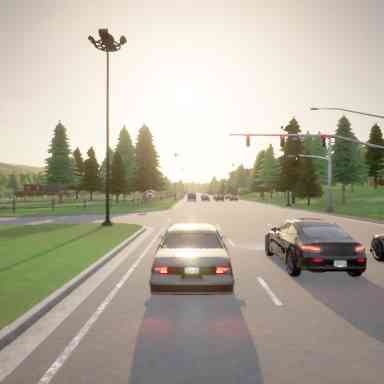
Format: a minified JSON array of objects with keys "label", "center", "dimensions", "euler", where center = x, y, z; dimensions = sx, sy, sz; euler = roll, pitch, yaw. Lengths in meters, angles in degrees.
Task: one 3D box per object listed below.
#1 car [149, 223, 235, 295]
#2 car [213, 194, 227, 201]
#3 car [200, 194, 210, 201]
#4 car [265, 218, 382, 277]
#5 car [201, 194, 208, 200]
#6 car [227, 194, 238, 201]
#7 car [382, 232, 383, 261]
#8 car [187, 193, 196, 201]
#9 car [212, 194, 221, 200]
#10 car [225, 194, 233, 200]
[{"label":"car","center":[0.001,1.547,8.871],"dimensions":[2.033,1.411,5.357],"euler":[0,0,0]},{"label":"car","center":[6.964,1.347,83.946],"dimensions":[2.097,1.767,4.553],"euler":[0,0,0]},{"label":"car","center":[3.464,1.531,83.558],"dimensions":[2.033,1.411,5.357],"euler":[0,0,0]},{"label":"car","center":[3.515,1.526,10.149],"dimensions":[1.812,1.442,4.674],"euler":[0,0,0]},{"label":"car","center":[3.460,1.310,93.978],"dimensions":[1.882,1.535,5.008],"euler":[0,0,0]},{"label":"car","center":[10.464,1.587,84.007],"dimensions":[1.895,1.301,4.718],"euler":[0,0,0]},{"label":"car","center":[7.004,1.564,9.610],"dimensions":[1.994,1.385,4.181],"euler":[0,0,1]},{"label":"car","center":[-0.036,1.217,83.586],"dimensions":[2.150,2.045,5.566],"euler":[0,0,0]},{"label":"car","center":[6.960,1.372,93.979],"dimensions":[2.033,1.411,5.357],"euler":[0,0,0]},{"label":"car","center":[10.460,1.356,93.981],"dimensions":[1.812,1.442,4.674],"euler":[0,0,0]}]
